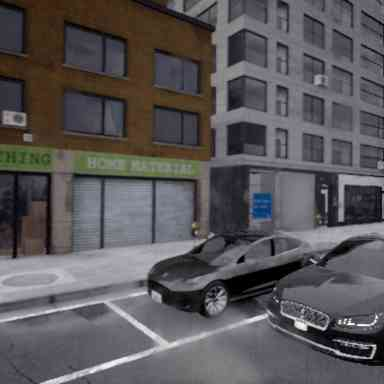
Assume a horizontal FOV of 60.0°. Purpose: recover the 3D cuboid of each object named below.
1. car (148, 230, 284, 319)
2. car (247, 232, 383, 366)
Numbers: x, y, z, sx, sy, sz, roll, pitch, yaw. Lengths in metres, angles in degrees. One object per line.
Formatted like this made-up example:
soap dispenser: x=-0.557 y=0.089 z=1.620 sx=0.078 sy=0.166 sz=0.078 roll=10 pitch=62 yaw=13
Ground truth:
car: x=1.124 y=1.576 z=7.439 sx=4.313 sy=1.339 sz=1.947 roll=0 pitch=1 yaw=-35
car: x=3.416 y=1.518 z=5.746 sx=4.892 sy=1.490 sz=1.837 roll=1 pitch=0 yaw=-35
